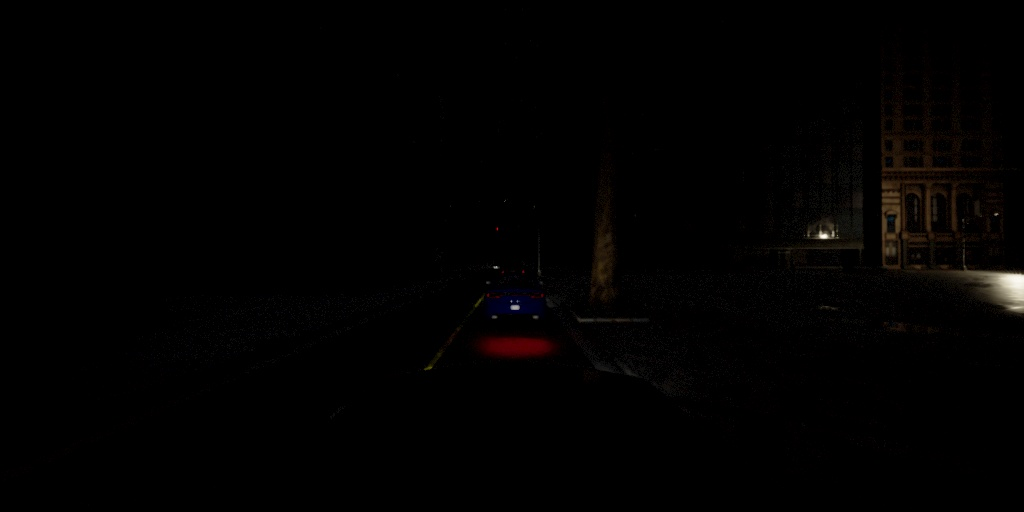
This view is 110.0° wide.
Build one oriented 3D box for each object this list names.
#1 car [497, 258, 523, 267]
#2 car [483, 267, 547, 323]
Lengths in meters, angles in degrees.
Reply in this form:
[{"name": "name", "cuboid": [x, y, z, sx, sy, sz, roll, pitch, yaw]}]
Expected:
[{"name": "car", "cuboid": [0.079, 1.287, 29.130, 2.097, 1.767, 4.553, 0, 0, 0]}, {"name": "car", "cuboid": [0.091, 1.298, 12.423, 1.882, 1.535, 5.008, 0, 0, 0]}]
